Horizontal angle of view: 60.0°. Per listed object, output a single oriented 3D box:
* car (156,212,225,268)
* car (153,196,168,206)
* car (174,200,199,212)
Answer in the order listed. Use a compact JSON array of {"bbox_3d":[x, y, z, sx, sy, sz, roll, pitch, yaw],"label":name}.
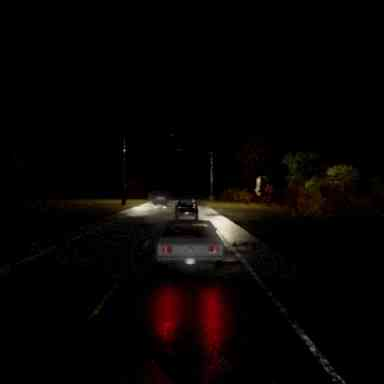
[{"bbox_3d":[-0.067,1.554,11.082,1.895,1.301,4.718,0,0,-1],"label":"car"},{"bbox_3d":[-4.595,1.323,49.115,2.033,1.411,5.357,0,0,-1],"label":"car"},{"bbox_3d":[-0.429,1.370,27.509,2.128,1.511,4.902,0,0,-1],"label":"car"}]
